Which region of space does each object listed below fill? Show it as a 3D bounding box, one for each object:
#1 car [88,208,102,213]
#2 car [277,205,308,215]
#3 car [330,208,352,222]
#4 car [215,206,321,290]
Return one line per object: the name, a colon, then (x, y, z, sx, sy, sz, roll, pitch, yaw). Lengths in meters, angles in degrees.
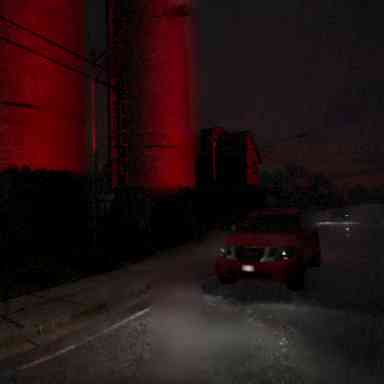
car: (-19.935, 4.254, 69.799, 3.866, 1.878, 1.905, 1, -8, -15)
car: (17.932, 3.196, 59.265, 5.008, 1.535, 1.882, -2, -2, 28)
car: (16.183, 2.458, 36.154, 1.812, 1.442, 4.674, -3, -2, 28)
car: (2.670, 1.558, 10.576, 2.150, 2.045, 5.566, -3, -2, 28)
